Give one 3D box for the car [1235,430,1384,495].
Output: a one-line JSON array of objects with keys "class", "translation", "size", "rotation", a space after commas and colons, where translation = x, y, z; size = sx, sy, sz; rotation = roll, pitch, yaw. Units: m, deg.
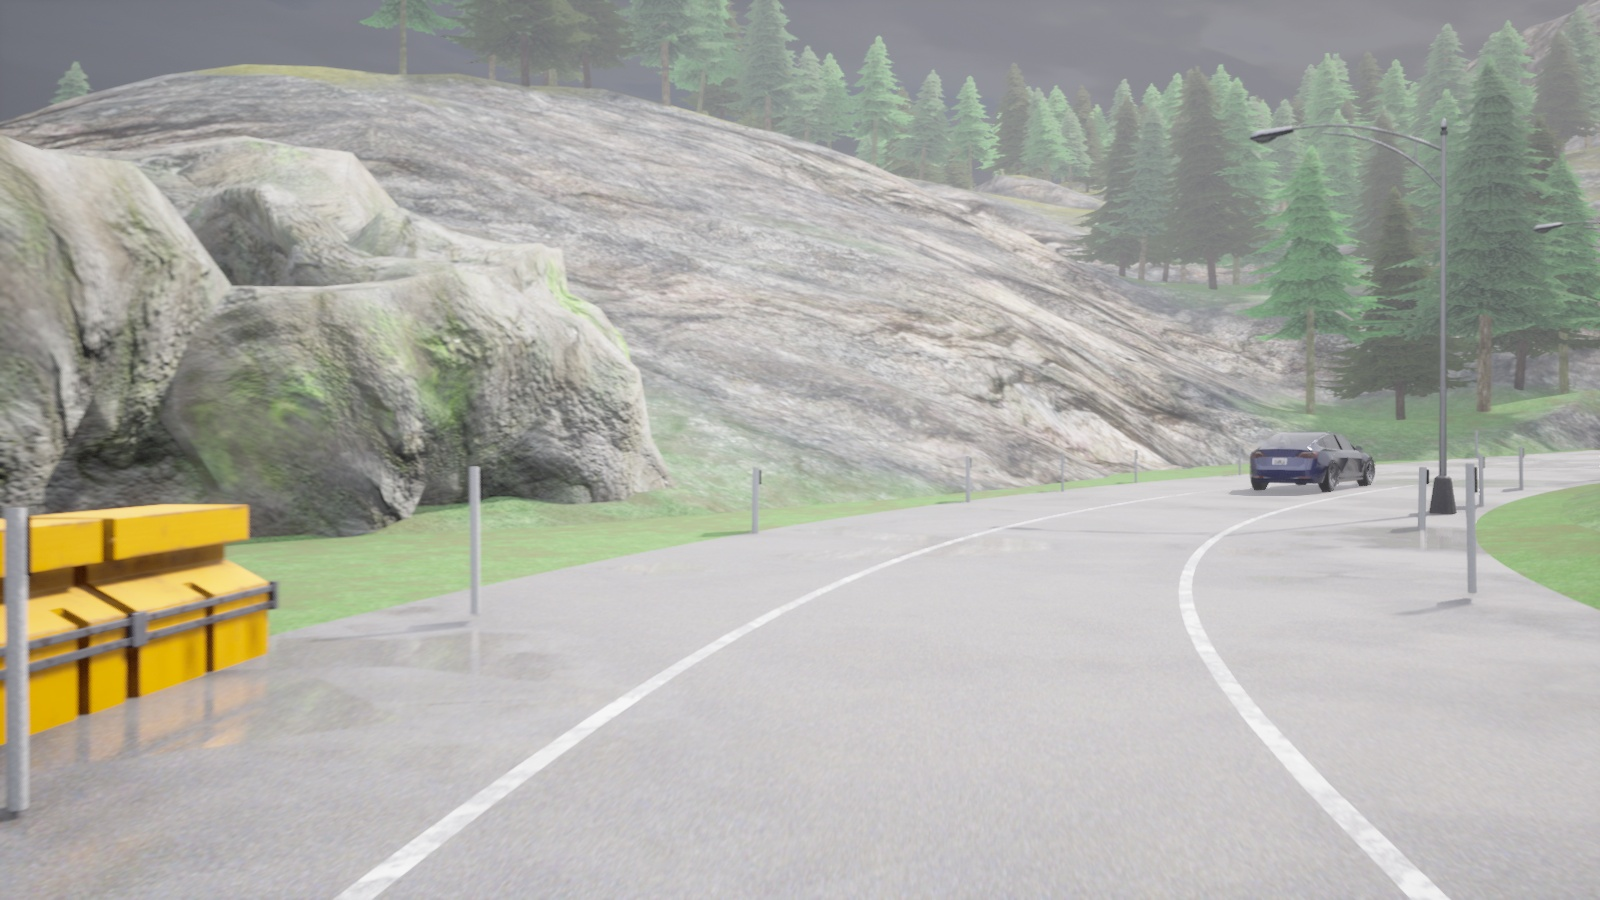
[{"class": "car", "translation": [13.330, 0.274, 32.667], "size": [2.163, 1.488, 4.792], "rotation": [0, 2, 41]}]
